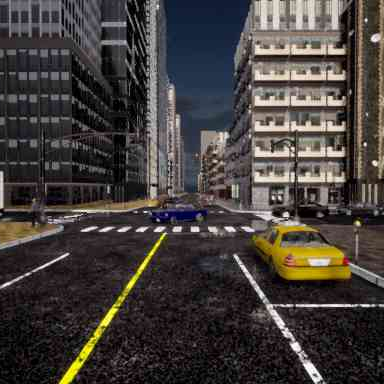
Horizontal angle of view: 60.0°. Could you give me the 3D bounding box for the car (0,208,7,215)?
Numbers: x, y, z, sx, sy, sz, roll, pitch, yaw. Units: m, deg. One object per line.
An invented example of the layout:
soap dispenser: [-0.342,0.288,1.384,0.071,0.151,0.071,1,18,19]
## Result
car: [-18.276,1.423,27.374,5.357,1.411,2.033,0,1,1]

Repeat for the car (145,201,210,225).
car: [-0.969,1.595,24.166,1.895,1.301,4.718,0,0,37]

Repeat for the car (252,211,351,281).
car: [2.826,1.523,9.679,1.752,1.417,4.829,-1,0,0]

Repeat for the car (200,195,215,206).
car: [2.781,1.539,53.118,2.008,1.369,4.403,-1,0,0]

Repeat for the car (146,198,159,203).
car: [-5.610,1.515,47.310,1.752,1.417,4.829,-1,0,0]

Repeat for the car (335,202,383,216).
car: [16.377,1.624,32.616,4.403,1.369,2.008,0,0,1]

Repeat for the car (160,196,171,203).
car: [-5.566,1.531,70.098,1.887,1.381,4.507,-1,0,0]

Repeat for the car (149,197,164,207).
car: [-5.599,1.554,53.134,1.947,1.339,4.313,-1,0,0]

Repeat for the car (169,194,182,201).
car: [-2.979,1.514,55.593,1.812,1.442,4.674,0,0,0]

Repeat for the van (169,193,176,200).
van: [-5.525,1.325,92.717,1.690,1.788,3.998,-1,0,0]

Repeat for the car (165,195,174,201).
car: [-5.544,1.530,81.407,1.887,1.381,4.507,-1,0,0]

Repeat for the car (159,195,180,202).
car: [-3.001,1.495,45.846,1.837,1.490,4.892,0,0,0]

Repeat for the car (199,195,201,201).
car: [2.846,1.425,87.046,1.967,1.590,4.097,-1,0,0]

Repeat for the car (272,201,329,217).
car: [9.721,1.540,29.959,5.008,1.535,1.882,1,1,-2]

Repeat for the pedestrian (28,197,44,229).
pedestrian: [-8.597,1.137,18.374,0.375,1.860,0.375,-1,1,0]

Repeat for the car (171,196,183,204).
car: [-2.909,1.534,65.978,2.033,1.411,5.357,0,0,0]

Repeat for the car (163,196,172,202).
car: [-5.554,1.568,75.753,1.802,1.307,4.206,-1,0,0]

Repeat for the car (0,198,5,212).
car: [-21.597,1.276,33.187,4.829,1.417,1.752,0,0,1]
